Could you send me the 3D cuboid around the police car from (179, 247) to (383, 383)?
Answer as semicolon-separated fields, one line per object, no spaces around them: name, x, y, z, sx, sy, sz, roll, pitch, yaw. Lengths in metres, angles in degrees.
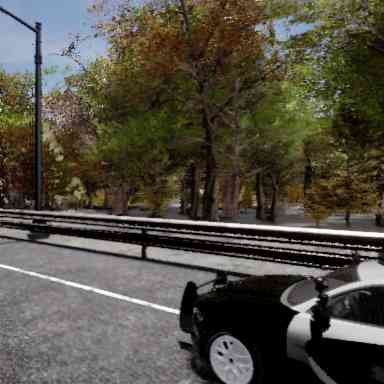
police car;2.186;1.424;3.602;5.238;1.638;1.930;0;0;35
